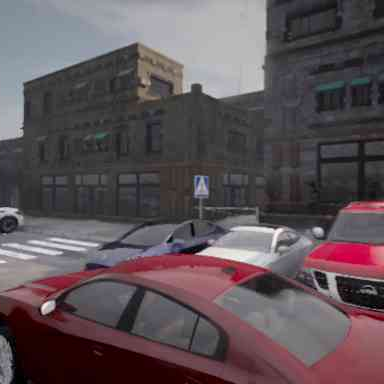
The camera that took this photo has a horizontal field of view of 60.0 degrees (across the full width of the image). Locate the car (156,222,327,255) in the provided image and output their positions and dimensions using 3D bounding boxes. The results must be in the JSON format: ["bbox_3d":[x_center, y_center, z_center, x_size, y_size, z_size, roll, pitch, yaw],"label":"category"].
[{"bbox_3d":[1.499,1.526,7.893,2.002,1.452,4.674,0,0,36],"label":"car"}]

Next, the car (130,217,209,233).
[{"bbox_3d":[-0.762,1.519,9.471,2.163,1.488,4.792,0,0,36],"label":"car"}]

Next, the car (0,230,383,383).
[{"bbox_3d":[-0.321,1.449,3.607,5.008,1.535,1.882,1,1,36],"label":"car"}]
